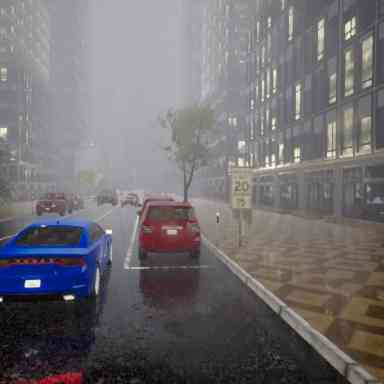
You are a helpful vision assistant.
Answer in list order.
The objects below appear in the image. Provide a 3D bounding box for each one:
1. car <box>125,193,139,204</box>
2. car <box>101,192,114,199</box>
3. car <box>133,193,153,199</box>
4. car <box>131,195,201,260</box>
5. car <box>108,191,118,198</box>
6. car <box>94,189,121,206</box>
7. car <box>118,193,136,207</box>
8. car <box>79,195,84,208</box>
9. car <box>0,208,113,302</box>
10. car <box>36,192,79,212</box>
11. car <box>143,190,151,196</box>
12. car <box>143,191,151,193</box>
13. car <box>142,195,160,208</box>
[{"bbox_3d":[-9.108,0.893,50.801,1.882,1.535,5.008,1,1,-8],"label":"car"},{"bbox_3d":[-16.643,0.713,65.927,2.008,1.369,4.403,1,1,-8],"label":"car"},{"bbox_3d":[-1.794,1.155,17.510,2.192,1.841,5.009,1,1,-8],"label":"car"},{"bbox_3d":[-0.917,1.220,12.022,2.192,1.841,5.009,1,1,-8],"label":"car"},{"bbox_3d":[-18.204,0.478,76.932,1.967,1.590,4.097,1,1,-8],"label":"car"},{"bbox_3d":[-10.731,0.689,42.564,2.150,2.045,5.566,1,1,-8],"label":"car"},{"bbox_3d":[-7.662,1.130,40.950,1.895,1.301,4.718,1,1,-8],"label":"car"},{"bbox_3d":[-11.955,0.979,32.907,1.967,1.590,4.097,1,1,-8],"label":"car"},{"bbox_3d":[-3.070,1.388,8.135,1.882,1.535,5.008,1,1,-8],"label":"car"},{"bbox_3d":[-11.172,0.917,27.402,2.192,1.841,5.009,1,1,-8],"label":"car"},{"bbox_3d":[-12.746,0.277,94.549,2.192,1.841,5.009,1,1,-8],"label":"car"},{"bbox_3d":[-7.280,0.940,56.030,1.887,1.381,4.507,1,1,-8],"label":"car"},{"bbox_3d":[-4.936,1.134,39.520,2.008,1.369,4.403,1,1,-8],"label":"car"}]
